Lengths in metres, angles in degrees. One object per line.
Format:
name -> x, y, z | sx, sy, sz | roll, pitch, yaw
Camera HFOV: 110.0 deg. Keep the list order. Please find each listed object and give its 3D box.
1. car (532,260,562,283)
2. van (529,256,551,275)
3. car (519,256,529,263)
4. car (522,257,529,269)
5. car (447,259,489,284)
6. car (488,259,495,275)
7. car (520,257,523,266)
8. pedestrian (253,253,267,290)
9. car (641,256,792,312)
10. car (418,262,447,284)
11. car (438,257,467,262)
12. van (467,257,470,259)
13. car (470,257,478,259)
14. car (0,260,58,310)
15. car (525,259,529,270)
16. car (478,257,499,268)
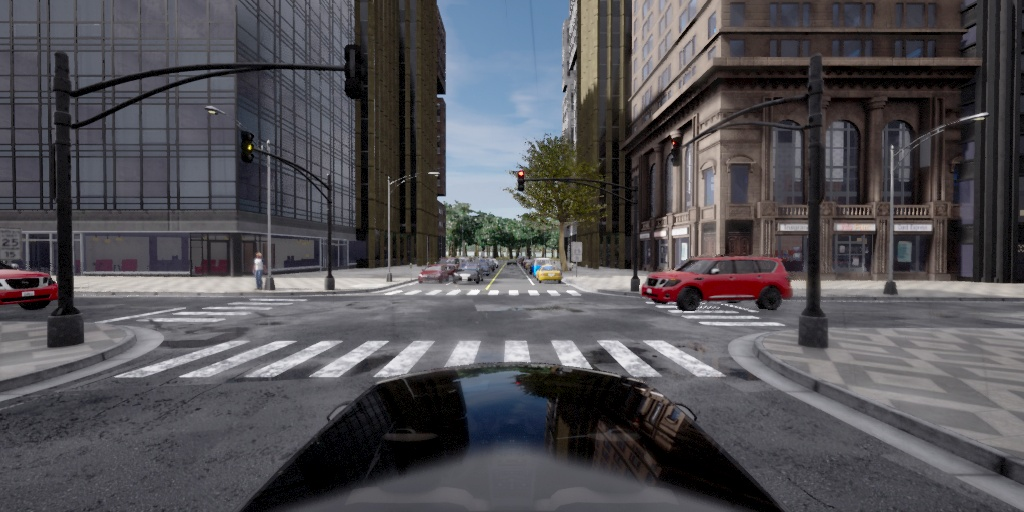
car -> 2.732, 1.254, 27.178 | 1.751, 1.417, 4.829 | 0, 0, 0
van -> 2.726, 1.060, 32.688 | 1.690, 1.789, 3.998 | 0, 0, 0
car -> 2.692, 1.201, 61.085 | 2.007, 1.370, 4.403 | 0, 0, 0
car -> 2.705, 1.207, 49.897 | 1.751, 1.417, 4.829 | 0, 0, 0
car -> -3.135, 1.220, 26.500 | 2.128, 1.511, 4.902 | 0, 0, 1
car -> -3.134, 1.260, 36.323 | 2.033, 1.411, 5.357 | 0, 0, 0
car -> 2.699, 1.212, 55.406 | 1.888, 1.381, 4.507 | 0, 0, 0
pedestrian -> -12.542, 0.741, 17.809 | 0.375, 1.860, 0.375 | 0, 0, 0
car -> 8.114, 1.025, 14.343 | 5.566, 2.045, 2.150 | 0, 0, -7
car -> -5.793, 1.310, 26.989 | 1.802, 1.307, 4.207 | 0, 0, 0
car -> -5.800, 1.034, 32.669 | 2.192, 1.841, 5.009 | 0, 0, 0
van -> -5.806, 1.049, 38.350 | 1.690, 1.789, 3.998 | 0, 0, 0
car -> -5.813, 1.011, 44.030 | 2.192, 1.841, 5.009 | 0, 0, 0
car -> -18.386, 0.841, 11.553 | 5.566, 2.045, 2.150 | 1, 1, 0
car -> 2.719, 1.274, 38.368 | 1.948, 1.339, 4.313 | 0, 0, 0
car -> -3.140, 1.182, 46.434 | 2.128, 1.511, 4.902 | 0, 0, 0
